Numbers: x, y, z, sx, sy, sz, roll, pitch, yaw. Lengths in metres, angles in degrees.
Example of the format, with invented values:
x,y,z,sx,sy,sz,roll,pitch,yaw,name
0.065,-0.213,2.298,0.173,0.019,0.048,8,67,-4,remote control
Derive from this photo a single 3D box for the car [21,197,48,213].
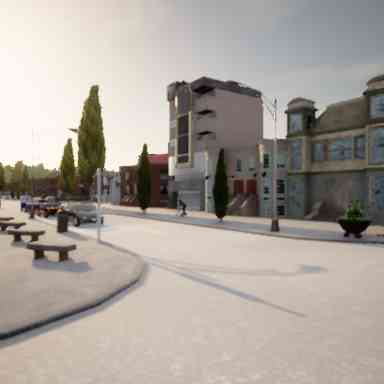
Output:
x,y,z,sx,sy,sz,roll,pitch,yaw,name
-18.933,1.552,39.334,1.882,1.535,5.008,0,0,-35,car

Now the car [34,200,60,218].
x,y,z,sx,sy,sz,roll,pitch,yaw,name
-13.055,1.664,31.020,1.895,1.301,4.718,0,0,-35,car

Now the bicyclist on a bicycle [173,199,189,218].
x,y,z,sx,sy,sz,roll,pitch,yaw,name
-0.894,1.435,28.395,1.656,1.620,0.582,0,0,-35,bicyclist on a bicycle

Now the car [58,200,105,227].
x,y,z,sx,sy,sz,roll,pitch,yaw,name
-7.730,1.558,23.515,1.837,1.490,4.892,0,0,-35,car

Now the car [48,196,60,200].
x,y,z,sx,sy,sz,roll,pitch,yaw,name
-20.849,1.452,49.245,2.097,1.767,4.553,0,0,-36,car

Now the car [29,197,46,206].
x,y,z,sx,sy,sz,roll,pitch,yaw,name
-26.569,1.636,57.290,1.812,1.442,4.674,0,0,-36,car
